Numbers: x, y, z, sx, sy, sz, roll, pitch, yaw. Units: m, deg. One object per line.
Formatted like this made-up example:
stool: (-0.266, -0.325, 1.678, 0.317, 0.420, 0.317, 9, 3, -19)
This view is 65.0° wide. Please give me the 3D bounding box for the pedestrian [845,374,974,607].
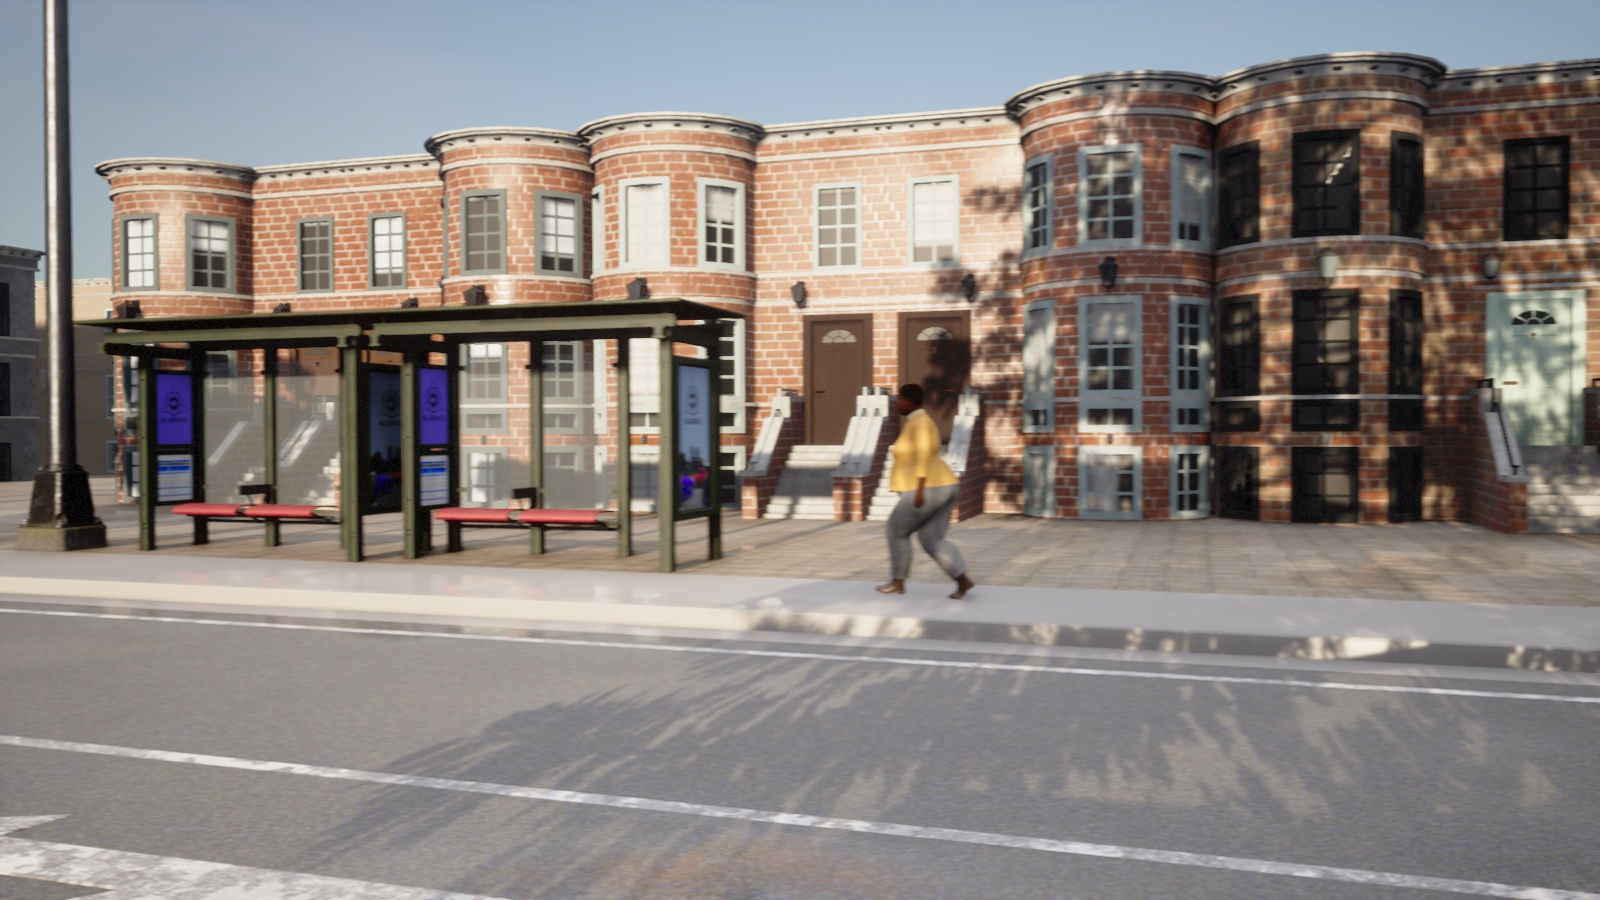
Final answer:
pedestrian: (0.931, 0.315, 10.546, 0.900, 1.855, 0.874, 1, 1, 18)
